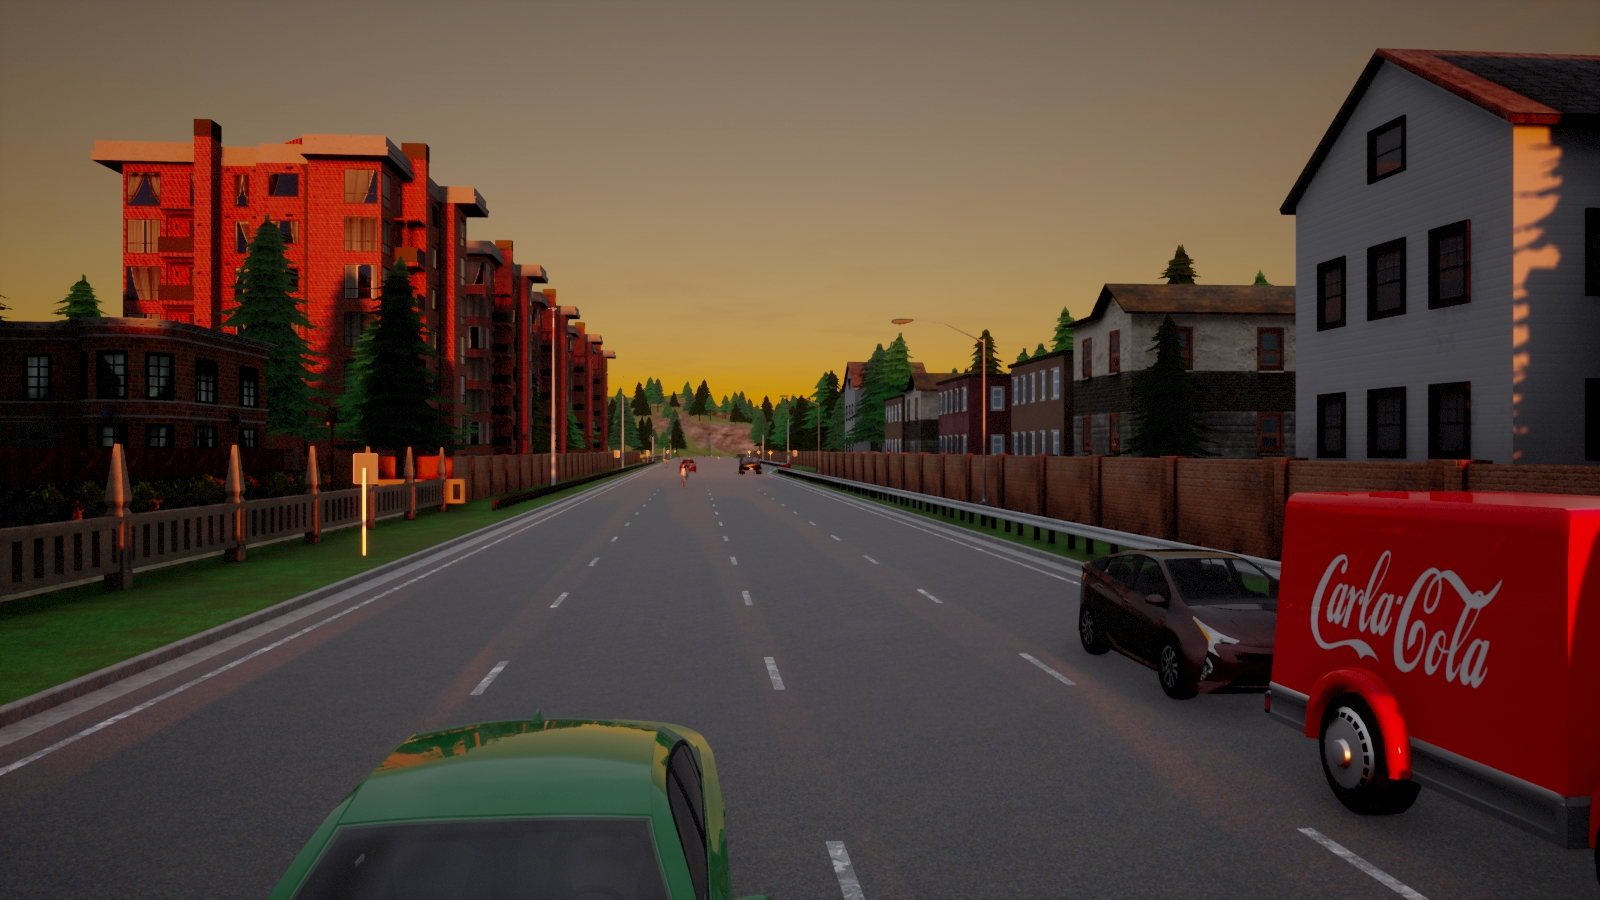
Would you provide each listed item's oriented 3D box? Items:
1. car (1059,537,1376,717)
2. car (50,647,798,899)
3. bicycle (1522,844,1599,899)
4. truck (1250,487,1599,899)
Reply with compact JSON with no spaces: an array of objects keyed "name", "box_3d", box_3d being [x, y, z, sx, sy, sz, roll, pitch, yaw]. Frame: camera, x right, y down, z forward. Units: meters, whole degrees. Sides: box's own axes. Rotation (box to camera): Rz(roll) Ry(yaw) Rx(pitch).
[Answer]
[{"name":"car","box_3d":[4.945,2.040,14.354,2.007,1.525,4.514,0,0,-5]},{"name":"car","box_3d":[-1.202,2.034,4.748,2.097,1.535,5.006,0,0,-5]},{"name":"bicycle","box_3d":[2.623,2.056,2.959,0.373,1.496,1.643,0,0,-4]},{"name":"truck","box_3d":[5.566,1.568,7.740,2.627,2.467,5.204,0,0,-5]}]
